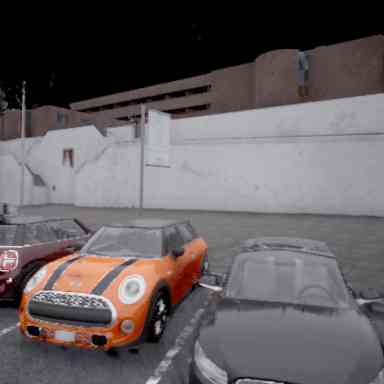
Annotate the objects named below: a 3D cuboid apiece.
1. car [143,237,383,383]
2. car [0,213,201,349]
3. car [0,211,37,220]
[{"bbox_3d":[1.343,1.487,4.847,2.231,1.521,4.892,1,-1,15],"label":"car"},{"bbox_3d":[-1.093,1.359,6.615,2.185,1.767,4.553,0,-1,15],"label":"car"},{"bbox_3d":[-3.561,1.358,8.297,2.185,1.767,4.553,0,-1,15],"label":"car"}]
